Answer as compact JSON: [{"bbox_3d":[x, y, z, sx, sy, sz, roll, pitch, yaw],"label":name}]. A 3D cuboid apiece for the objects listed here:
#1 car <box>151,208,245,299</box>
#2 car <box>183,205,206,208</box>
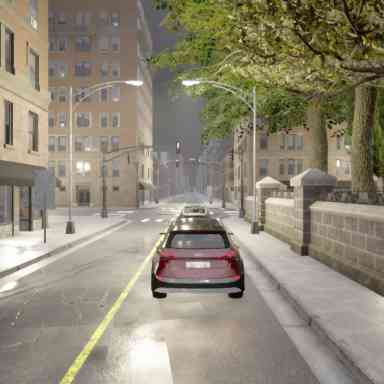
[{"bbox_3d":[0.119,1.430,8.492,2.033,1.649,4.856,0,0,0],"label":"car"},{"bbox_3d":[0.141,1.503,18.339,1.837,1.490,4.892,0,0,0],"label":"car"}]
